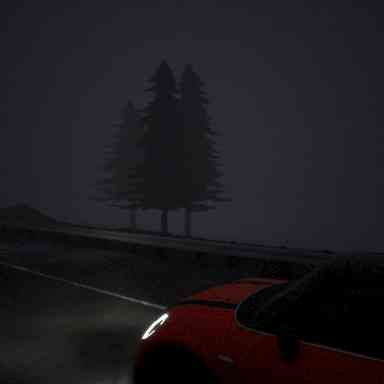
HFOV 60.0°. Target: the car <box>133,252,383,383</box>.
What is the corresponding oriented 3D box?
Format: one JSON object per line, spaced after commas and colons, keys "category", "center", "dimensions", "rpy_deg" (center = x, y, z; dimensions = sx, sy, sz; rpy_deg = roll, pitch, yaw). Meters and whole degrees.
{"category": "car", "center": [1.616, 1.355, 2.916], "dimensions": [4.553, 1.767, 2.097], "rpy_deg": [0, 0, 36]}
